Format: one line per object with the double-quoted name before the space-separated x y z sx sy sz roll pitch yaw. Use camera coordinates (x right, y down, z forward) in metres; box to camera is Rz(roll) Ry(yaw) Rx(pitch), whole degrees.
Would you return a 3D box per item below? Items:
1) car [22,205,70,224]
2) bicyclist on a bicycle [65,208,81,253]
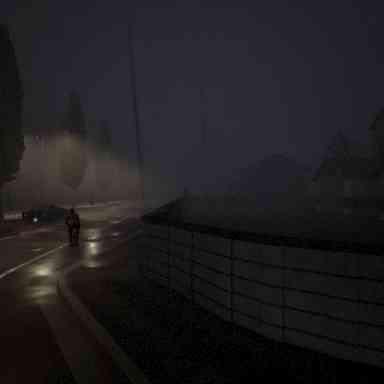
"car" -10.802 1.601 25.076 1.895 1.301 4.718 0 0 -1
"bicyclist on a bicycle" -4.467 1.441 12.511 0.582 1.620 1.656 -1 -1 -33
